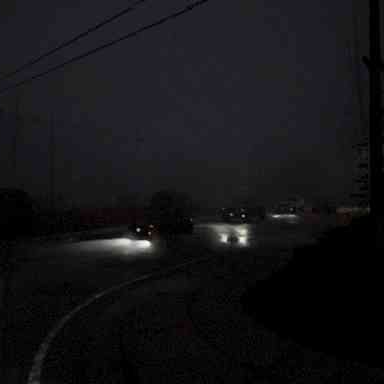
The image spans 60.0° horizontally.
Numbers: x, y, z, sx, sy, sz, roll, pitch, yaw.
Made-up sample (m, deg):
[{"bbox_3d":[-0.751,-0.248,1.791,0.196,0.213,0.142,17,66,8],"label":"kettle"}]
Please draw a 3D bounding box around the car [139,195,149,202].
[{"bbox_3d":[-13.039,1.903,85.926,3.866,1.878,1.905,-2,6,-11],"label":"car"}]

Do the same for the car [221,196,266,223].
[{"bbox_3d":[4.525,1.413,28.243,2.150,2.045,5.566,-1,0,32],"label":"car"}]

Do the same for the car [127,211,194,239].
[{"bbox_3d":[-1.667,1.749,18.604,1.994,1.385,4.181,-1,-1,32],"label":"car"}]

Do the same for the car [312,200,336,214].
[{"bbox_3d":[14.925,1.633,37.558,1.882,1.535,5.008,-1,-1,33],"label":"car"}]

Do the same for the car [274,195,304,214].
[{"bbox_3d":[11.524,1.412,39.061,2.150,2.045,5.566,-1,1,34],"label":"car"}]
